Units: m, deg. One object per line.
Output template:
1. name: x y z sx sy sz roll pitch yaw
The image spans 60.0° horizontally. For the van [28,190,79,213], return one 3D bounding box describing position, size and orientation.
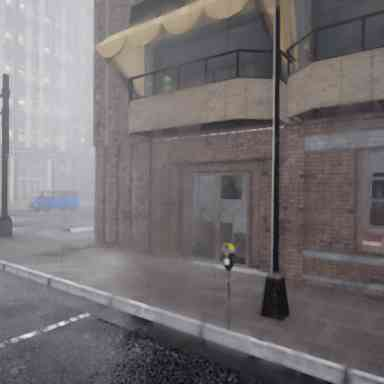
1. van: -11.212 0.720 27.207 1.690 1.788 3.998 1 0 36
